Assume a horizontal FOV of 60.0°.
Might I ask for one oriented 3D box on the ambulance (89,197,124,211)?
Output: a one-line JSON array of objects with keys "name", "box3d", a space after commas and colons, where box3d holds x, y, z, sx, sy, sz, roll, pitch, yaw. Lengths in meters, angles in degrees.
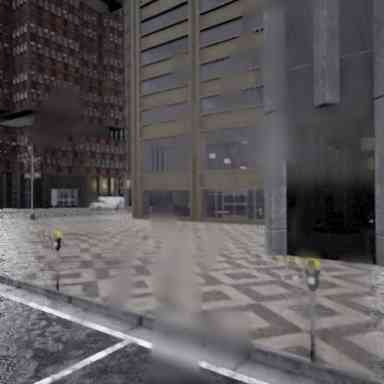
[{"name": "ambulance", "box3d": [-14.992, 2.062, 58.707, 2.351, 2.431, 6.366, -1, -1, 35]}]
